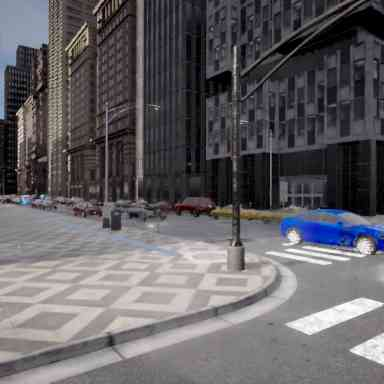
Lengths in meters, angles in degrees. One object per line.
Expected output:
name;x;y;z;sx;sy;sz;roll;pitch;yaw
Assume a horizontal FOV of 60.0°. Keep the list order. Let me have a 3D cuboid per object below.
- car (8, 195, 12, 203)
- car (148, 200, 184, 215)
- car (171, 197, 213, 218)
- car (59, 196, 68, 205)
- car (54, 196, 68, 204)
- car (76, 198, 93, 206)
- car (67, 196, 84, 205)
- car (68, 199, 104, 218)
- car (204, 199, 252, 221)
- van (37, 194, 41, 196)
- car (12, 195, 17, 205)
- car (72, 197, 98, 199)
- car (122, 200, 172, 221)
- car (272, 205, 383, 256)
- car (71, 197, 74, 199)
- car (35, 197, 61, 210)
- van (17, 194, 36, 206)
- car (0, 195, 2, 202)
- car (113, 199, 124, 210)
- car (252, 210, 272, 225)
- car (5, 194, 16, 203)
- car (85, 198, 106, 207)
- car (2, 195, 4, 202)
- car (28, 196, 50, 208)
car;-35.804;1.778;68.029;1.802;1.307;4.206;0;0;-35
car;-2.968;1.641;36.384;1.887;1.381;4.507;0;0;-35
car;0.267;1.396;31.812;2.192;1.841;5.009;0;0;-35
car;-23.534;1.779;60.840;1.895;1.301;4.718;0;0;-36
car;-28.854;1.666;72.965;1.967;1.590;4.097;0;0;-35
car;-19.147;1.758;59.248;1.802;1.307;4.206;0;0;-35
car;-22.383;1.632;63.820;1.967;1.590;4.097;0;0;-35
car;-9.917;1.611;31.445;1.887;1.381;4.507;0;0;-35
car;3.405;1.592;27.377;1.752;1.417;4.829;0;0;-35
van;-38.562;1.620;86.684;1.690;1.788;3.998;0;0;-35
car;-32.470;1.704;63.318;1.752;1.417;4.829;0;0;-35
car;-12.482;1.662;39.724;1.994;1.385;4.181;0;0;-35
car;-3.775;1.622;27.385;1.994;1.385;4.181;0;0;-35
car;5.958;1.488;13.619;1.882;1.535;5.008;0;0;-35
car;-17.516;1.652;52.339;1.837;1.490;4.892;0;0;-35
car;-19.625;1.695;45.164;1.802;1.307;4.206;0;0;-35
van;-29.333;1.503;58.884;1.690;1.788;3.998;0;0;-35
car;-45.512;1.689;81.748;1.967;1.590;4.097;0;0;-35
car;-9.440;1.678;45.530;2.008;1.369;4.403;0;0;-35
car;6.641;1.577;22.805;1.752;1.417;4.829;0;0;-35
car;-39.041;1.528;72.603;2.192;1.841;5.009;0;0;-35
car;-15.911;1.725;54.675;1.947;1.339;4.313;0;0;-35
car;-42.276;1.813;77.175;1.802;1.307;4.206;0;0;-35
car;-22.860;1.711;49.737;1.802;1.307;4.206;0;0;-35
